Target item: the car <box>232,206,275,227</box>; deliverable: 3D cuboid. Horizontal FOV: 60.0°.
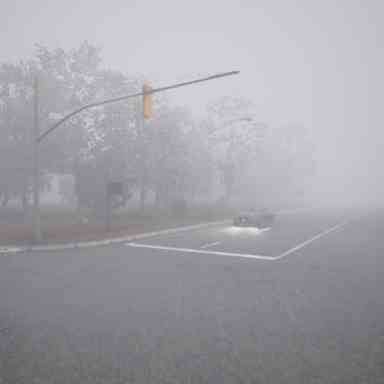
[{"bbox_3d":[4.497,1.691,23.903,1.994,1.385,4.181,-1,0,32],"label":"car"}]
